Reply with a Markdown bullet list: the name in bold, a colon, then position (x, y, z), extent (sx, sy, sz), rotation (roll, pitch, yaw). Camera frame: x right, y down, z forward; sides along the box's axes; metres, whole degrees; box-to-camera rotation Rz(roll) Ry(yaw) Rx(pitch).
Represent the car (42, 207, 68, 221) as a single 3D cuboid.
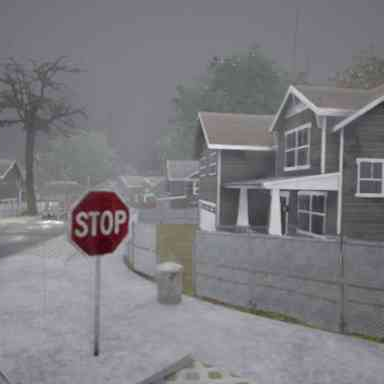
- **car**: position (-14.785, 2.328, 36.240), extent (1.994, 1.385, 4.181), rotation (1, -1, -8)
